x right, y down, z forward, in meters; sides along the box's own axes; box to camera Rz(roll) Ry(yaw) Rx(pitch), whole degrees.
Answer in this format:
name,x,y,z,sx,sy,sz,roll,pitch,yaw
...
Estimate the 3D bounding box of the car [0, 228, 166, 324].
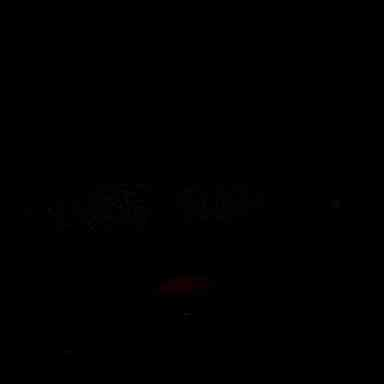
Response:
name,x,y,z,sx,sy,sz,roll,pitch,yaw
car,-2.838,1.505,6.268,4.892,1.490,1.837,0,0,-36
